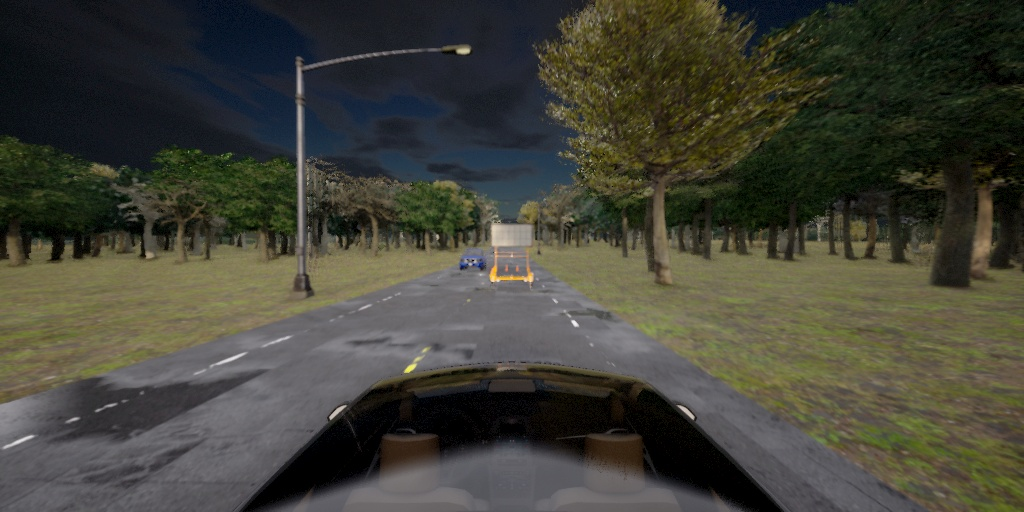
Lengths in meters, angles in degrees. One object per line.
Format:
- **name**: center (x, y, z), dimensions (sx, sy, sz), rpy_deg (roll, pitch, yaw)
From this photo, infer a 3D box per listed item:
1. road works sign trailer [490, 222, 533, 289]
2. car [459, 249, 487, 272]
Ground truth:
- **road works sign trailer**: center (-0.004, -0.096, 20.294), dimensions (2.380, 3.560, 2.880), rpy_deg (0, 0, 0)
- **car**: center (-3.580, 0.328, 33.853), dimensions (2.150, 2.045, 5.566), rpy_deg (0, 1, 0)
